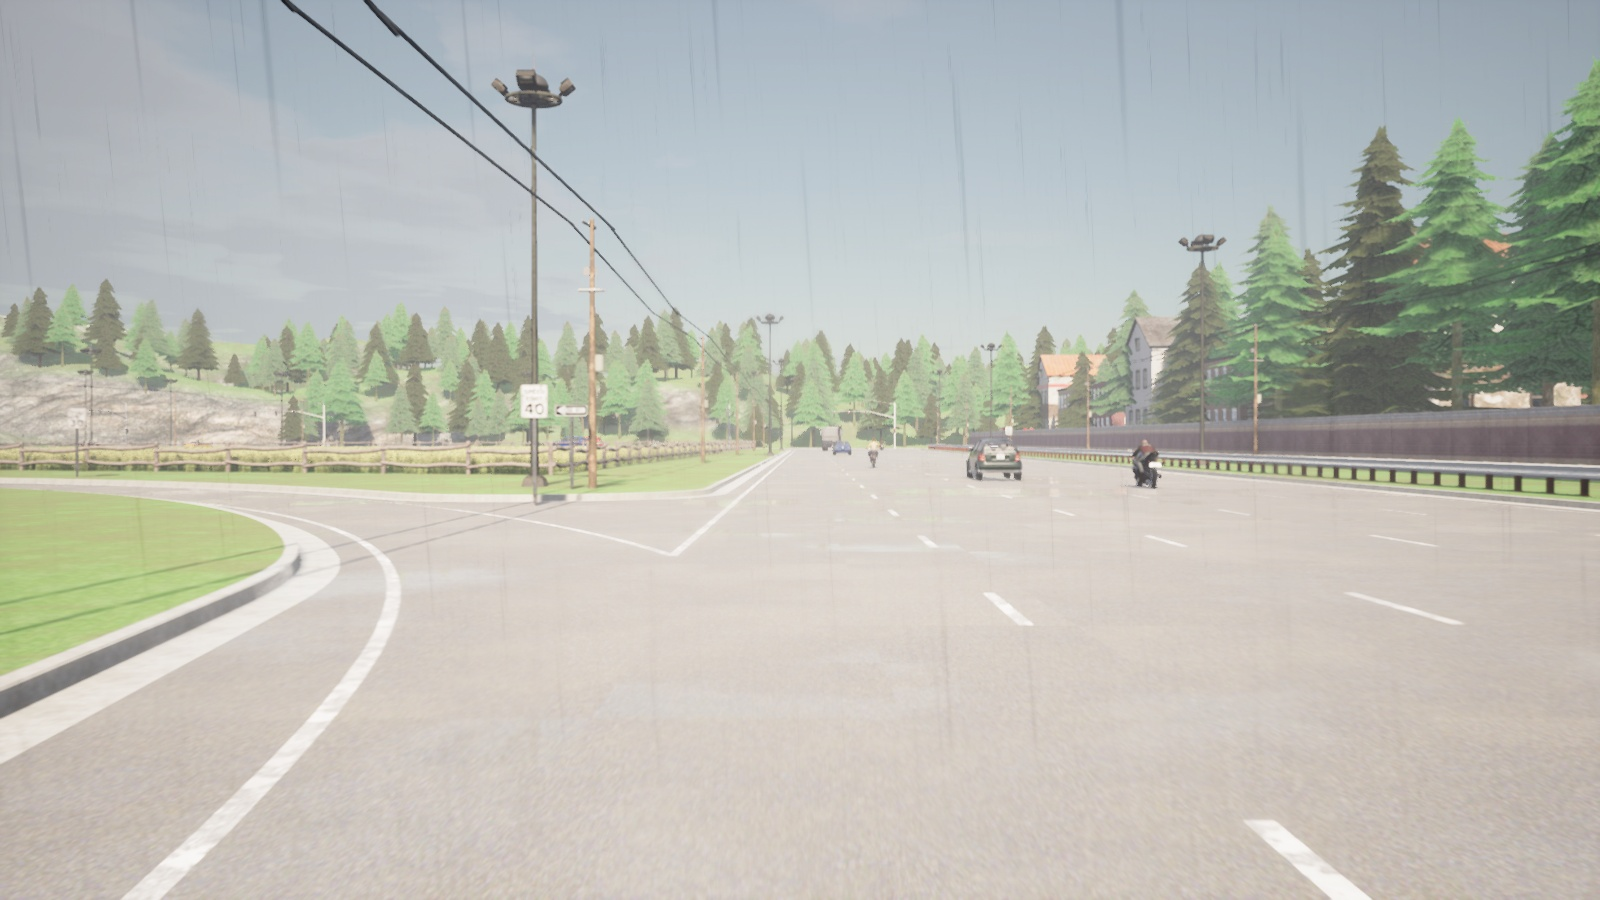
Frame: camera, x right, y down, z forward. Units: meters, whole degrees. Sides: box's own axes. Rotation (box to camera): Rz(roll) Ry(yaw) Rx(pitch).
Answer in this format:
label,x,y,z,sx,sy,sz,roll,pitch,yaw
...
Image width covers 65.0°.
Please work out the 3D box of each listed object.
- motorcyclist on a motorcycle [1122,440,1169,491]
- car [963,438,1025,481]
label,x,y,z,sx,sy,sz,roll,pitch,yaw
motorcyclist on a motorcycle,10.738,0.463,39.077,0.866,1.530,2.191,0,0,0
car,7.286,0.336,47.466,1.789,1.549,3.705,0,1,0
